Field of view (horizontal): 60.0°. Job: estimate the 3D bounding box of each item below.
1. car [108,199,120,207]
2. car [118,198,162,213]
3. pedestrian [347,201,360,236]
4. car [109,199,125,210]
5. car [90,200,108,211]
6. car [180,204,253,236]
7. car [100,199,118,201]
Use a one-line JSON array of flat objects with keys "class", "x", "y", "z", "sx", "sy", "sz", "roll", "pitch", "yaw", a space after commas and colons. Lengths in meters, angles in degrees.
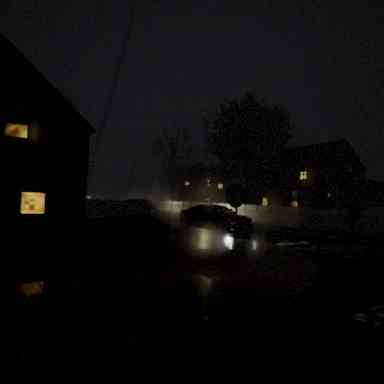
[{"class": "car", "x": -14.234, "y": 1.991, "z": 60.849, "sx": 1.994, "sy": 1.385, "sz": 4.181, "roll": 3, "pitch": -1, "yaw": -13}, {"class": "car", "x": -4.041, "y": 1.328, "z": 26.686, "sx": 2.097, "sy": 1.767, "sz": 4.553, "roll": 3, "pitch": -2, "yaw": -29}, {"class": "pedestrian", "x": 8.528, "y": 1.376, "z": 17.706, "sx": 0.375, "sy": 1.860, "sz": 0.375, "roll": 4, "pitch": -2, "yaw": -36}, {"class": "car", "x": -11.569, "y": 1.909, "z": 51.190, "sx": 1.994, "sy": 1.385, "sz": 4.181, "roll": 3, "pitch": -1, "yaw": -18}, {"class": "car", "x": -12.720, "y": 1.751, "z": 45.340, "sx": 1.895, "sy": 1.301, "sz": 4.718, "roll": 3, "pitch": -2, "yaw": -20}, {"class": "car", "x": 1.199, "y": 1.417, "z": 18.173, "sx": 1.882, "sy": 1.535, "sz": 5.008, "roll": 4, "pitch": -2, "yaw": -33}, {"class": "car", "x": -8.754, "y": 1.559, "z": 35.841, "sx": 1.837, "sy": 1.490, "sz": 4.892, "roll": 3, "pitch": -2, "yaw": -24}]
